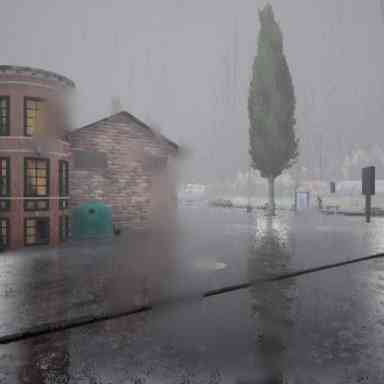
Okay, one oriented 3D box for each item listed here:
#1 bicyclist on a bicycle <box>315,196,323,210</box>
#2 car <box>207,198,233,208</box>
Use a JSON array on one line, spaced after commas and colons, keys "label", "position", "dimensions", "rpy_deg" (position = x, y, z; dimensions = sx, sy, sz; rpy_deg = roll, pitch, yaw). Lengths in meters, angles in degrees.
[{"label": "bicyclist on a bicycle", "position": [15.350, 1.349, 40.171], "dimensions": [1.656, 1.620, 0.582], "rpy_deg": [0, 0, -36]}, {"label": "car", "position": [4.032, 1.564, 48.782], "dimensions": [1.994, 1.385, 4.181], "rpy_deg": [0, 0, -36]}]
